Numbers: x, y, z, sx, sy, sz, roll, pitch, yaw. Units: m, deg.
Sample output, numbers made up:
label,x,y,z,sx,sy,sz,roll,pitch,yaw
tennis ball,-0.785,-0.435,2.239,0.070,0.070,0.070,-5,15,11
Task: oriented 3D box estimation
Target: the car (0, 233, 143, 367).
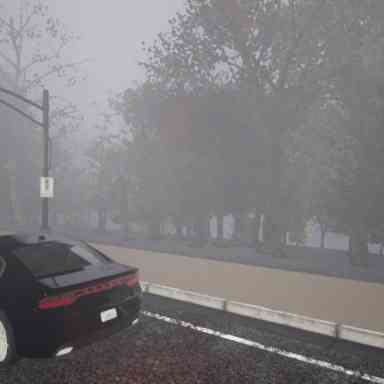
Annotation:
label,x,y,z,sx,sy,sz,roll,pitch,yaw
car,-3.086,1.476,5.881,5.008,1.535,1.882,0,0,37
